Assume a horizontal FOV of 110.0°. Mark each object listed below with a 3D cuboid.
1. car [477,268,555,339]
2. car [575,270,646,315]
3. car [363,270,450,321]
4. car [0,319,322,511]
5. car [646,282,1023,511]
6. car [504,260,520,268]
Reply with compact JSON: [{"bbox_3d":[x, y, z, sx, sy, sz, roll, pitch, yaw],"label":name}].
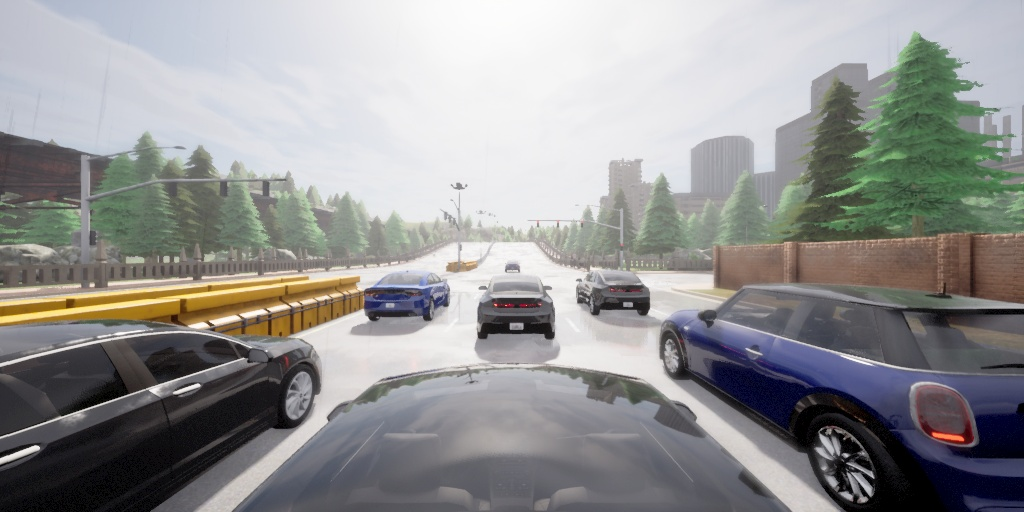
[{"bbox_3d":[0.097,1.255,10.057,1.837,1.490,4.892,0,0,0],"label":"car"},{"bbox_3d":[3.616,1.255,13.491,1.837,1.490,4.892,0,0,1],"label":"car"},{"bbox_3d":[-3.402,1.228,12.480,1.882,1.535,5.008,0,0,0],"label":"car"},{"bbox_3d":[-3.400,1.255,2.750,1.837,1.490,4.892,0,0,0],"label":"car"},{"bbox_3d":[3.601,1.102,4.406,2.097,1.767,4.553,0,0,0],"label":"car"},{"bbox_3d":[0.076,1.276,45.319,1.812,1.442,4.674,0,0,0],"label":"car"}]
